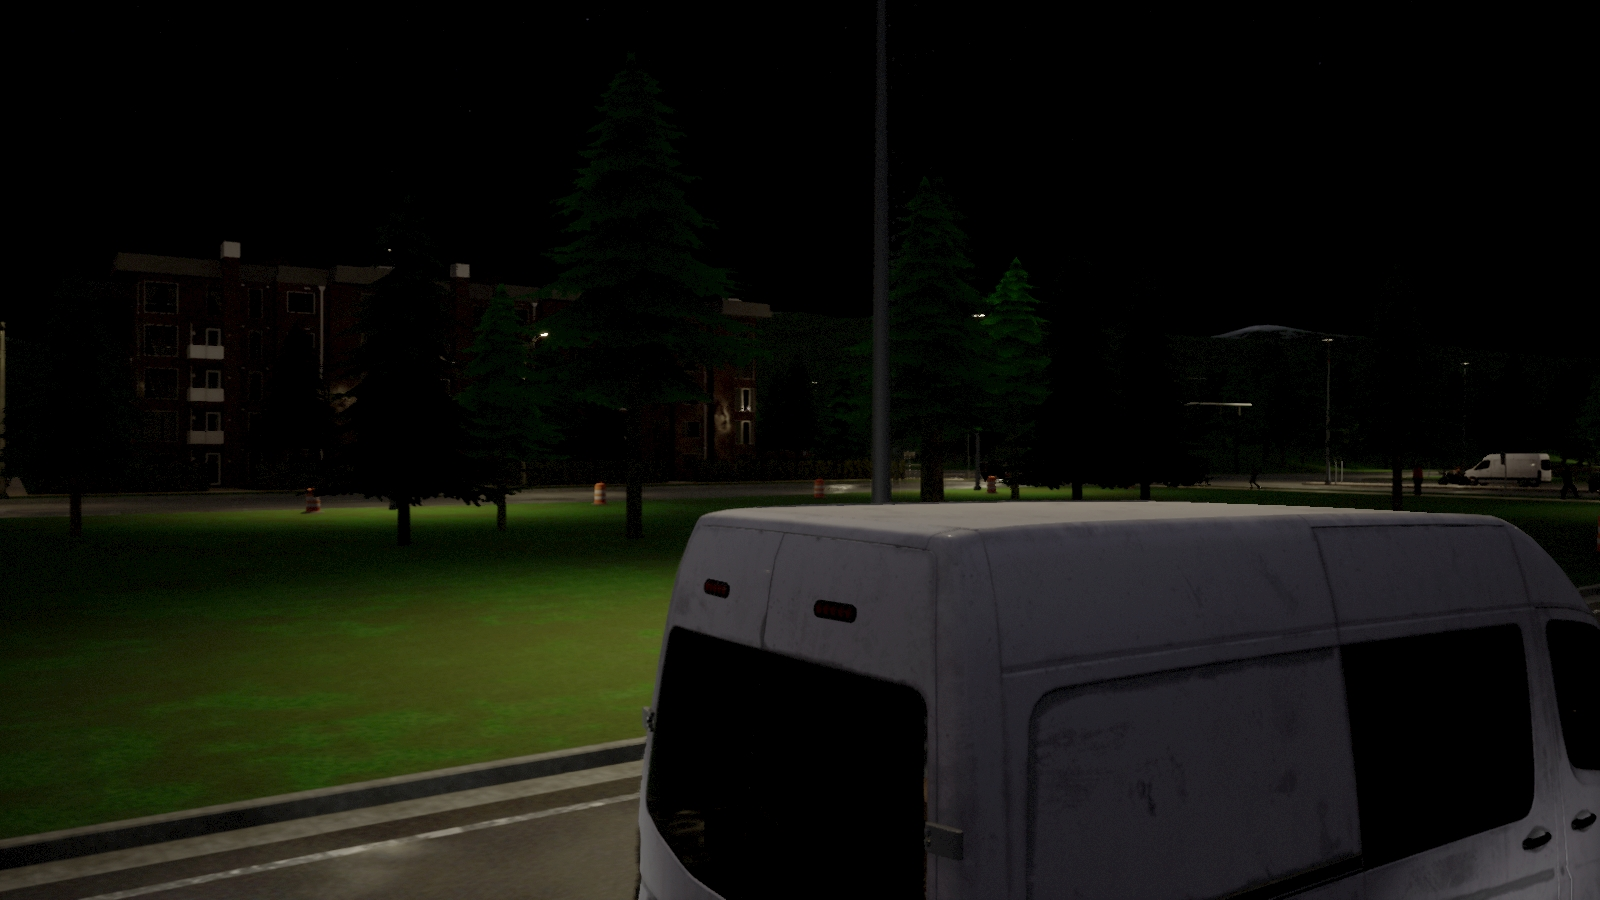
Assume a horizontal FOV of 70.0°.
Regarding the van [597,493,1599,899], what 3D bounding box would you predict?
[{"bbox_3d":[2.207,1.532,5.334,5.915,2.561,1.988,1,-1,-35],"label":"van"}]
